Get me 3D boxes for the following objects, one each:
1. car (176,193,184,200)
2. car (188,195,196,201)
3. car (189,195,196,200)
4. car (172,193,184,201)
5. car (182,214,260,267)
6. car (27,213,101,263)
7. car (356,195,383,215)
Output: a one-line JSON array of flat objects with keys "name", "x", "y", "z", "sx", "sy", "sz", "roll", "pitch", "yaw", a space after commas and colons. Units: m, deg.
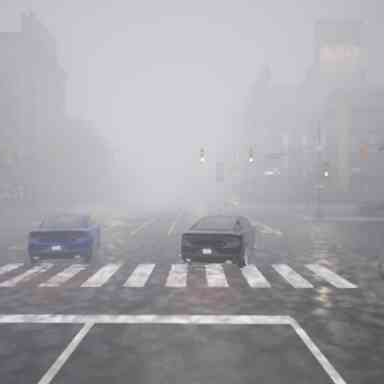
[{"name": "car", "x": -3.464, "y": 1.273, "z": 94.834, "sx": 2.150, "sy": 2.045, "sz": 5.566, "roll": 0, "pitch": 0, "yaw": 0}, {"name": "car", "x": 0.032, "y": 1.666, "z": 85.666, "sx": 1.812, "sy": 1.442, "sz": 4.674, "roll": 0, "pitch": 0, "yaw": 0}, {"name": "car", "x": 0.036, "y": 1.527, "z": 94.810, "sx": 1.882, "sy": 1.535, "sz": 5.008, "roll": 0, "pitch": 0, "yaw": 0}, {"name": "car", "x": -3.468, "y": 1.678, "z": 84.834, "sx": 2.033, "sy": 1.411, "sz": 5.357, "roll": 0, "pitch": 0, "yaw": 0}, {"name": "car", "x": 1.156, "y": 1.498, "z": 11.636, "sx": 1.882, "sy": 1.535, "sz": 5.008, "roll": -1, "pitch": 0, "yaw": 17}, {"name": "car", "x": -4.488, "y": 1.499, "z": 12.241, "sx": 1.882, "sy": 1.535, "sz": 5.008, "roll": 0, "pitch": 0, "yaw": -11}, {"name": "car", "x": 20.010, "y": 1.283, "z": 34.245, "sx": 5.566, "sy": 2.045, "sz": 2.150, "roll": 0, "pitch": 0, "yaw": 1}]
